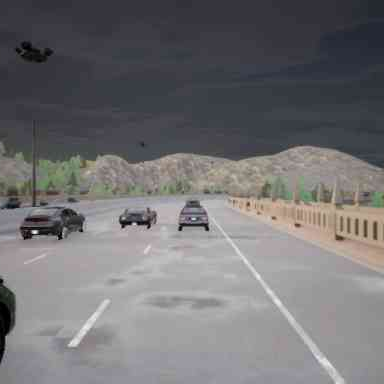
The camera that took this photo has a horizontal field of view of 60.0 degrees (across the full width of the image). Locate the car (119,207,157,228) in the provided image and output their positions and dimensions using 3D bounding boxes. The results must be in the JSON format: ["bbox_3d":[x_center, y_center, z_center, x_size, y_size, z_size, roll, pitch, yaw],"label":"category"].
[{"bbox_3d":[-3.404,1.602,21.897,1.895,1.301,4.718,0,0,0],"label":"car"}]

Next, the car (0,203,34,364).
[{"bbox_3d":[-3.401,1.222,2.036,2.150,2.045,5.566,0,0,0],"label":"car"}]

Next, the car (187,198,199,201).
[{"bbox_3d":[0.096,1.507,42.674,1.837,1.490,4.892,0,0,0],"label":"car"}]

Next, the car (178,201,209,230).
[{"bbox_3d":[0.098,1.548,21.020,2.033,1.411,5.357,0,0,0],"label":"car"}]

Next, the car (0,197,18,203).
[{"bbox_3d":[-21.057,1.353,37.407,2.097,1.767,4.553,0,0,1],"label":"car"}]

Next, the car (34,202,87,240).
[{"bbox_3d":[-6.902,1.506,17.028,1.837,1.490,4.892,0,0,0],"label":"car"}]

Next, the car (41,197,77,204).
[{"bbox_3d":[-14.059,1.353,36.172,2.097,1.767,4.553,0,0,0],"label":"car"}]

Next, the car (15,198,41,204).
[{"bbox_3d":[-17.559,1.567,37.491,1.994,1.385,4.181,0,0,1],"label":"car"}]
